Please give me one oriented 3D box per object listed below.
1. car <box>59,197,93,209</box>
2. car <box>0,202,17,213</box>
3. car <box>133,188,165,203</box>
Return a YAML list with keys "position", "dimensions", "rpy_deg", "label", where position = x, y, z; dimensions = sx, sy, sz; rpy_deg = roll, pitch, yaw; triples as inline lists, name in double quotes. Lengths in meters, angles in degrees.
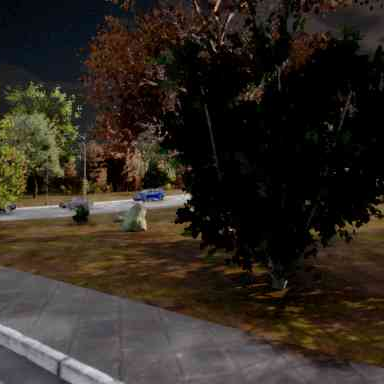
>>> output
- position: [-14.757, 1.385, 42.416]
  dimensions: [1.994, 1.385, 4.181]
  rpy_deg: [0, 2, 38]
  label: "car"
- position: [-21.024, 1.534, 34.692]
  dimensions: [2.128, 1.511, 4.902]
  rpy_deg: [0, 1, 39]
  label: "car"
- position: [-6.750, 0.525, 52.245]
  dimensions: [2.150, 2.045, 5.566]
  rpy_deg: [0, 3, 39]
  label: "car"
